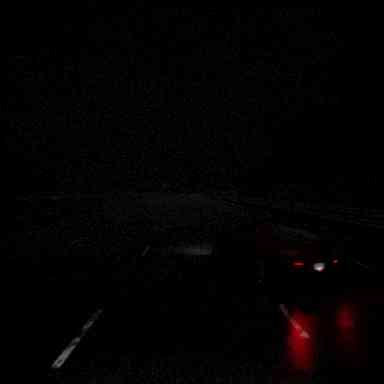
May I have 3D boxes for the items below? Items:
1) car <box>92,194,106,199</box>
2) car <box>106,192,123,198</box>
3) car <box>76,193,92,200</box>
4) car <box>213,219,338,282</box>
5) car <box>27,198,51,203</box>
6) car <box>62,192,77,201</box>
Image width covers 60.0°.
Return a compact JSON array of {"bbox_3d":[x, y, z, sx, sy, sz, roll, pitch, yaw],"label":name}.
[{"bbox_3d":[-21.006,1.297,77.030,1.882,1.535,5.008,0,0,0],"label":"car"},{"bbox_3d":[-17.506,1.045,77.002,2.150,2.045,5.566,0,0,0],"label":"car"},{"bbox_3d":[-24.506,1.372,77.030,1.994,1.385,4.181,0,0,0],"label":"car"},{"bbox_3d":[2.171,1.515,9.782,1.812,1.442,4.674,0,0,-19],"label":"car"},{"bbox_3d":[-17.506,1.510,38.207,1.837,1.490,4.892,0,0,0],"label":"car"},{"bbox_3d":[-28.006,1.044,77.001,2.150,2.045,5.566,0,0,0],"label":"car"}]
